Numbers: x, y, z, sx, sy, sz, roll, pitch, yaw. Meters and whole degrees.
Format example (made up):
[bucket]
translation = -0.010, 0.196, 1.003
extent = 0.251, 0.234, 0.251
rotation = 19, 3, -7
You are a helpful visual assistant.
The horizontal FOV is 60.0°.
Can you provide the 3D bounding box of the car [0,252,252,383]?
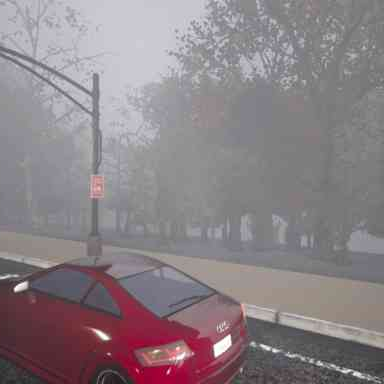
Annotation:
[car]
translation = -1.314, 1.563, 4.618
extent = 4.181, 1.385, 1.994
rotation = 0, 0, 35
